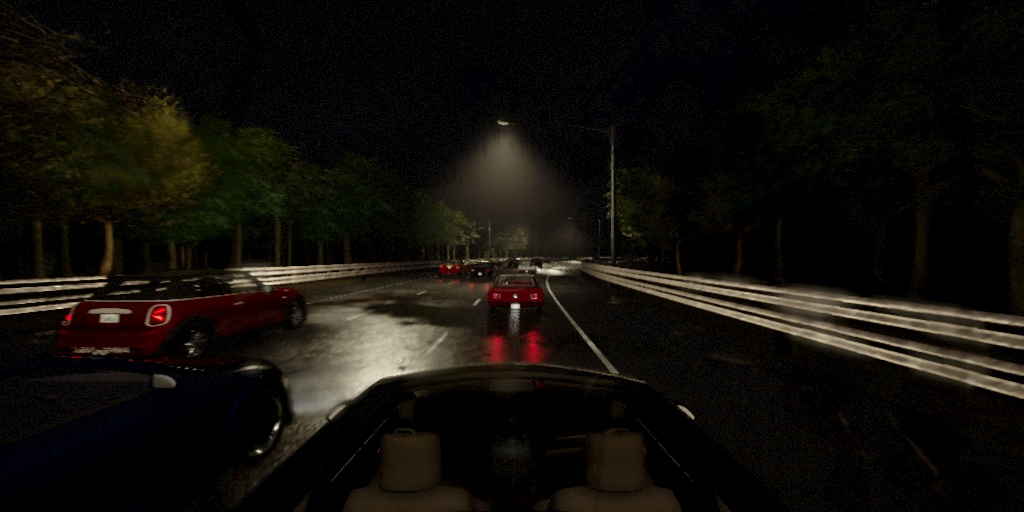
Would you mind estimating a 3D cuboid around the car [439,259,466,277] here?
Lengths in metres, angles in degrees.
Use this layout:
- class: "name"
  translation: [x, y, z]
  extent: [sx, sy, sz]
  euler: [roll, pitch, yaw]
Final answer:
- class: "car"
  translation: [-5.625, 1.102, 35.340]
  extent: [2.097, 1.767, 4.553]
  euler: [0, 0, 5]

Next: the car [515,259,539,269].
- class: "car"
  translation: [1.791, 1.370, 41.042]
  extent: [1.895, 1.301, 4.718]
  euler: [0, 0, 5]

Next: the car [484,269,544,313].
- class: "car"
  translation: [0.187, 1.357, 13.966]
  extent: [1.895, 1.301, 4.718]
  euler: [0, 0, 2]

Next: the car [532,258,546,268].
- class: "car"
  translation: [4.253, 1.120, 62.367]
  extent: [2.097, 1.767, 4.553]
  euler: [0, 0, 8]

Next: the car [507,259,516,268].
- class: "car"
  translation: [0.440, 1.292, 59.900]
  extent: [1.812, 1.442, 4.674]
  euler: [0, 0, 8]

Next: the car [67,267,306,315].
- class: "car"
  translation: [-6.860, 1.093, 8.268]
  extent: [2.097, 1.767, 4.553]
  euler: [0, 0, 1]

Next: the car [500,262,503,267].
- class: "car"
  translation: [-2.767, 1.351, 63.152]
  extent: [1.895, 1.301, 4.718]
  euler: [1, 0, 8]

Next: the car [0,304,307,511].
- class: "car"
  translation: [-3.412, 1.308, 2.264]
  extent: [1.994, 1.385, 4.181]
  euler: [0, 0, 0]

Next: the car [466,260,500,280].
- class: "car"
  translation: [-2.413, 1.283, 31.276]
  extent: [1.812, 1.442, 4.674]
  euler: [0, 0, 4]
